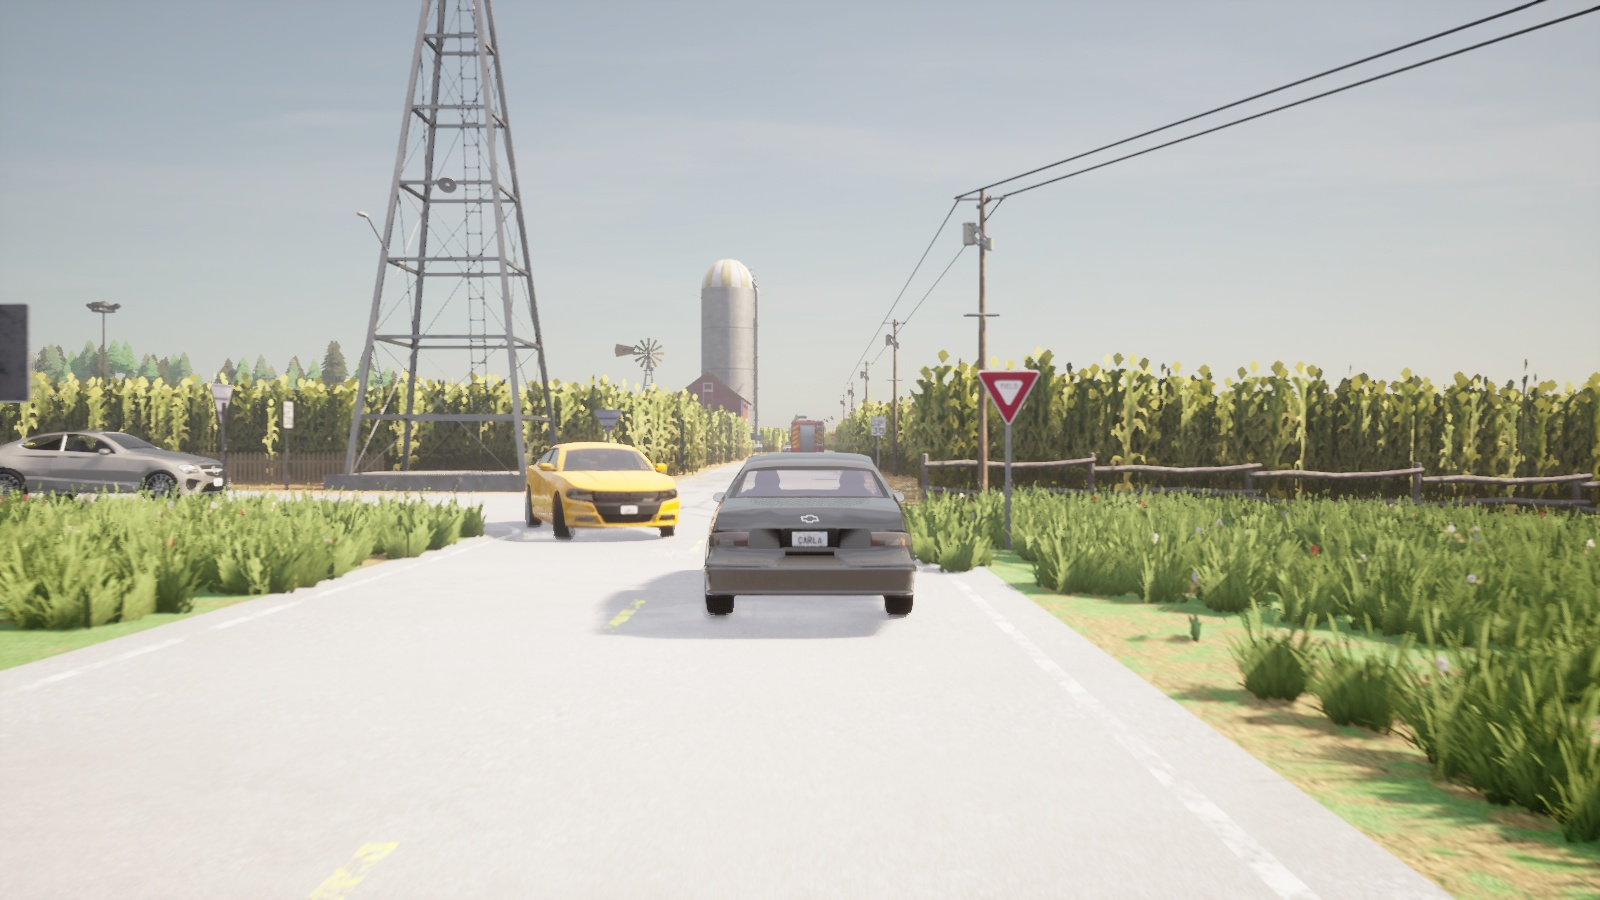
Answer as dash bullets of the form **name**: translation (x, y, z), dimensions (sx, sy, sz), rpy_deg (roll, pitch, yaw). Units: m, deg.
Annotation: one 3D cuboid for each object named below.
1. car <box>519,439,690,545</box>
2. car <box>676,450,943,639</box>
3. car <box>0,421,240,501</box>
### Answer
- **car**: translation (-3.388, 0.605, 20.865), dimensions (1.882, 1.535, 5.008), rpy_deg (0, 0, -20)
- **car**: translation (0.087, 0.725, 12.265), dimensions (2.033, 1.411, 5.357), rpy_deg (0, 0, 0)
- **car**: translation (-15.109, 0.219, 27.195), dimensions (5.027, 1.651, 2.152), rpy_deg (0, 0, 1)
